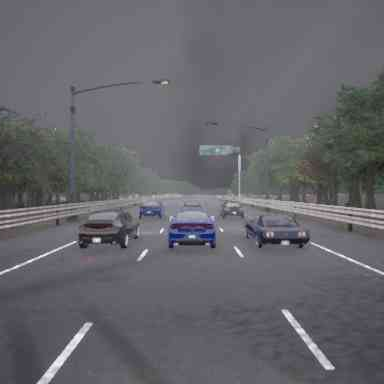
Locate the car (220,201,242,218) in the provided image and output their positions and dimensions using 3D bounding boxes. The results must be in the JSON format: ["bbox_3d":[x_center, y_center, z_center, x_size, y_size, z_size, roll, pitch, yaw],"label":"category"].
[{"bbox_3d":[3.500,1.550,29.650,1.812,1.442,4.674,0,0,0],"label":"car"}]

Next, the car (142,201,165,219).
[{"bbox_3d":[-3.500,1.501,29.650,1.882,1.535,5.008,0,0,0],"label":"car"}]

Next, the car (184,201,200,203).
[{"bbox_3d":[0.000,1.512,29.651,2.128,1.511,4.902,0,0,0],"label":"car"}]

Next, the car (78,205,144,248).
[{"bbox_3d":[-3.500,1.519,14.650,1.837,1.490,4.892,0,0,0],"label":"car"}]

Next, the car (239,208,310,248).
[{"bbox_3d":[3.500,1.619,14.680,1.895,1.301,4.718,0,0,0],"label":"car"}]

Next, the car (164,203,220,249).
[{"bbox_3d":[0.000,1.487,14.651,1.882,1.535,5.008,0,0,0],"label":"car"}]
